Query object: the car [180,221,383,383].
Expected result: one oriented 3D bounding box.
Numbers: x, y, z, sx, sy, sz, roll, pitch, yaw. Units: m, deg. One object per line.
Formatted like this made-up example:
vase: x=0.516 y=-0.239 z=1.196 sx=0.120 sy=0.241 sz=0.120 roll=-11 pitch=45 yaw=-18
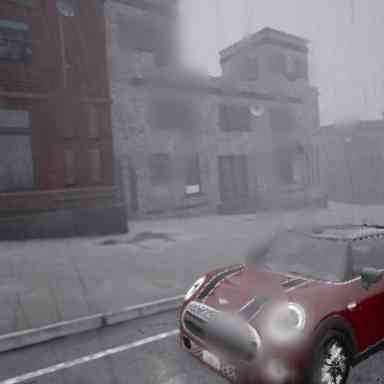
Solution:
car: x=2.023 y=1.364 z=5.254 sx=4.553 sy=1.767 sz=2.097 roll=0 pitch=0 yaw=-37
